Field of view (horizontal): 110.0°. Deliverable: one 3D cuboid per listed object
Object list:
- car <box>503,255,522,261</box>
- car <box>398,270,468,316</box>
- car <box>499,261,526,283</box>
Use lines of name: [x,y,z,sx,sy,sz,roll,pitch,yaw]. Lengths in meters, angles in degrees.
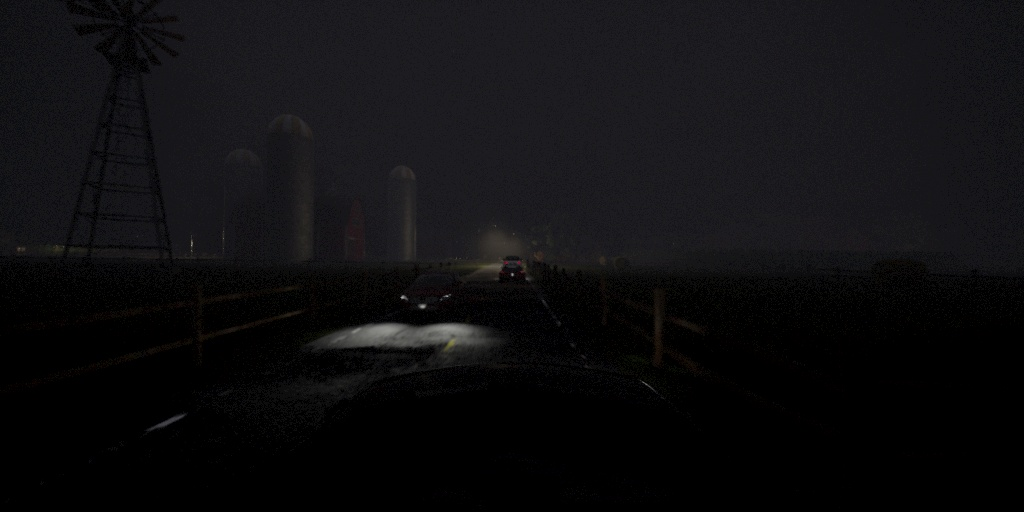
car: [0.070,0.921,43.612,2.150,2.045,5.566,0,0,0]
car: [-2.749,1.273,13.347,1.812,1.442,4.674,0,0,0]
car: [0.030,1.278,27.432,1.994,1.385,4.181,0,0,0]
